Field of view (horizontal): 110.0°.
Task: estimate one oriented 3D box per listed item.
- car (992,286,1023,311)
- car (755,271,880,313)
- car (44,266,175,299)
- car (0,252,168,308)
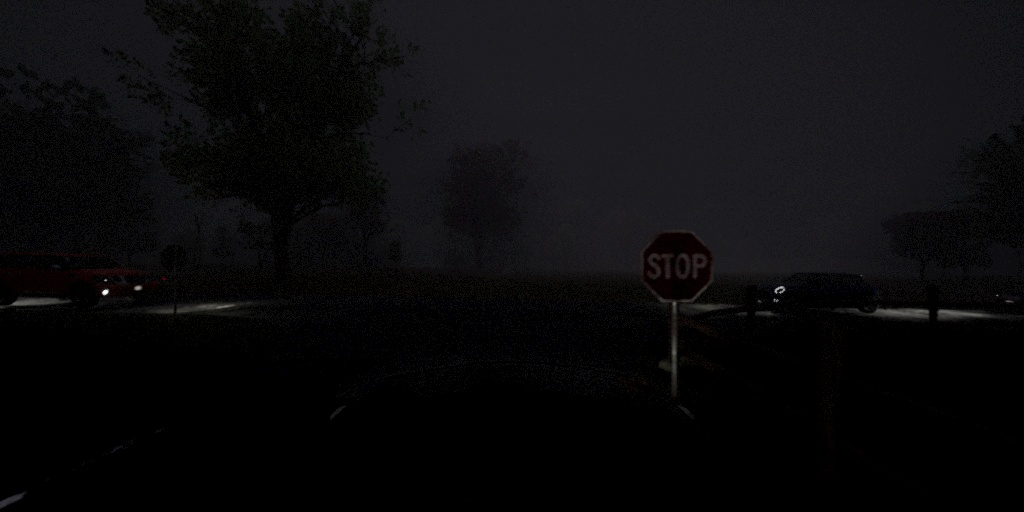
[{"bbox_3d":[24.143,1.784,15.559,4.902,1.511,2.128,1,0,2],"label":"car"},{"bbox_3d":[13.332,1.489,16.009,4.553,1.767,2.097,1,0,2],"label":"car"},{"bbox_3d":[-19.261,1.221,17.286,4.181,1.385,1.994,1,-1,3],"label":"car"},{"bbox_3d":[-17.570,0.878,14.336,5.566,2.045,2.150,1,-1,2],"label":"car"}]
